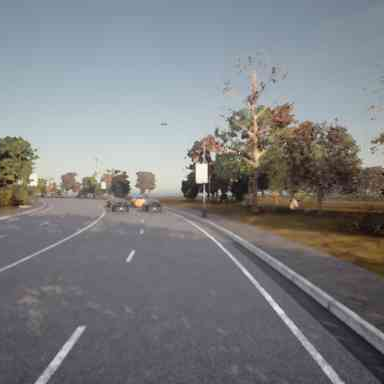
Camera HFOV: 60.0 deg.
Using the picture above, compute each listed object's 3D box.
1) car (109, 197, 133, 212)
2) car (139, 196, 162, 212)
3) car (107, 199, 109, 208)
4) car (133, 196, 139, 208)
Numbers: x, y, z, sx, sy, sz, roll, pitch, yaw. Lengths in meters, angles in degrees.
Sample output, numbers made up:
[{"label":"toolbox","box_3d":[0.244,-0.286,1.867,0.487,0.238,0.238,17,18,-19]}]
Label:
[{"label":"car","box_3d":[-8.274,1.520,38.329,1.837,1.490,4.892,0,0,-15]},{"label":"car","box_3d":[-4.627,1.513,38.193,1.837,1.490,4.892,0,0,-15]},{"label":"car","box_3d":[-11.562,1.497,49.347,1.882,1.535,5.008,0,0,-19]},{"label":"car","box_3d":[-7.744,1.366,48.962,2.097,1.767,4.553,0,0,-19]}]
